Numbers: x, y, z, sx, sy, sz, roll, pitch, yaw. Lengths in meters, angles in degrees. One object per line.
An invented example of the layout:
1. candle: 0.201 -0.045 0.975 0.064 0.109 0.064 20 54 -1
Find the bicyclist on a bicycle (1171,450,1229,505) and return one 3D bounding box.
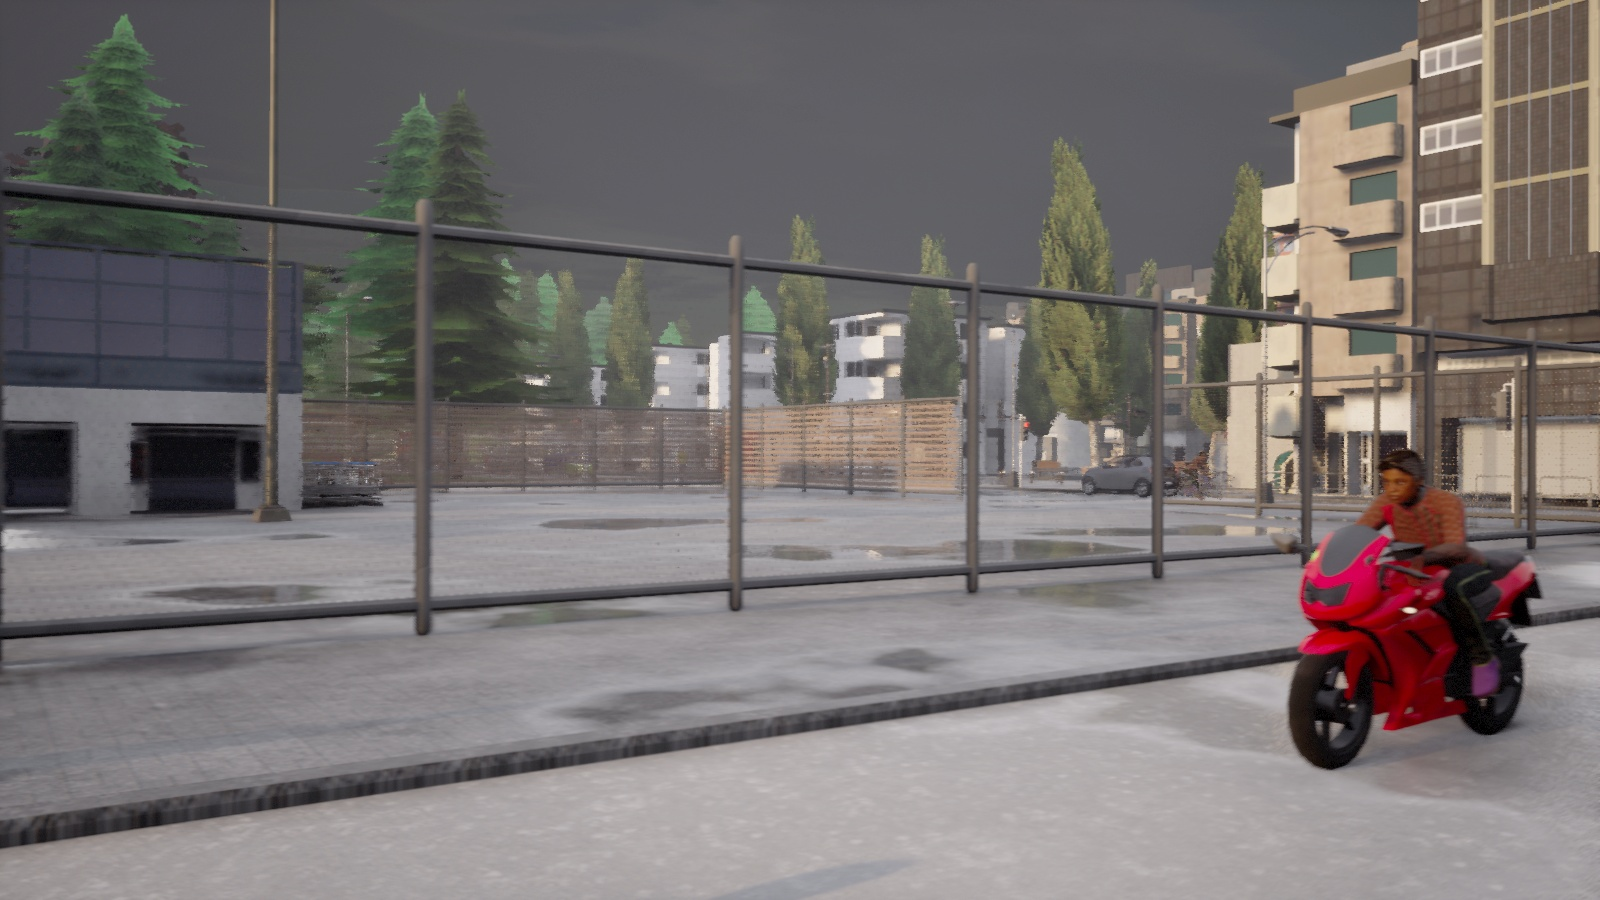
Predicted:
1. bicyclist on a bicycle: 12.039 0.812 37.814 0.582 1.620 1.656 0 0 -33

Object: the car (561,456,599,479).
1. car: -13.286 1.056 75.669 1.481 1.376 2.207 0 -1 -33

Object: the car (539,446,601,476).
1. car: -15.964 0.758 86.855 2.150 2.045 5.566 0 0 -34

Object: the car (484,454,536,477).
1. car: -19.774 1.042 85.358 1.837 1.490 4.892 0 0 -34

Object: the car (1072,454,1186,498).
1. car: 11.823 0.897 45.302 1.845 1.501 3.633 0 0 -34

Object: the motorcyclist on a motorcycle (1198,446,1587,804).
1. motorcyclist on a motorcycle: 2.978 0.745 6.236 2.044 1.523 0.797 0 0 -33
